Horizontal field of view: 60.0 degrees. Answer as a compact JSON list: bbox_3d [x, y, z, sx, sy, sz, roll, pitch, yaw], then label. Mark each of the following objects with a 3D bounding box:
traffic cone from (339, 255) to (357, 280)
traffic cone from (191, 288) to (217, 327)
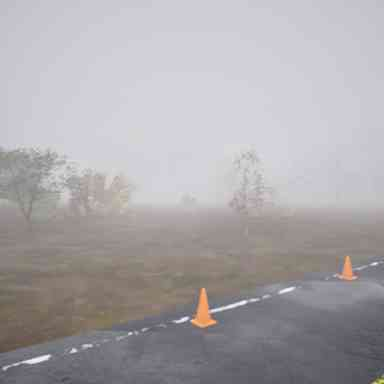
[{"bbox_3d":[4.113,1.970,8.776,0.340,0.580,0.340,0,0,-38],"label":"traffic cone"},{"bbox_3d":[0.205,1.967,5.772,0.340,0.580,0.340,0,0,-37],"label":"traffic cone"}]
